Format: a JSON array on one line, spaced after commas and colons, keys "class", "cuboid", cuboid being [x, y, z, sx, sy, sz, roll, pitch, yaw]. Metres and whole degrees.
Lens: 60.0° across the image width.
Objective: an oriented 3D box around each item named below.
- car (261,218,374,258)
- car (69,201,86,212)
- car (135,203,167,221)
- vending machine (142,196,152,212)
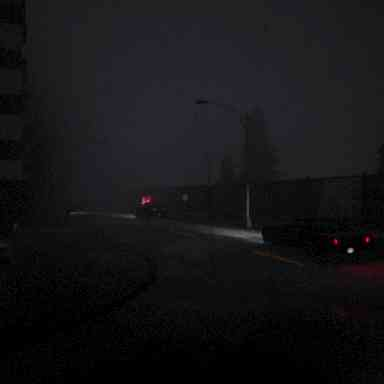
[{"class": "car", "cuboid": [4.615, 1.676, 13.226, 1.895, 1.301, 4.718, 0, 0, -17]}, {"class": "car", "cuboid": [-16.152, 2.023, 46.586, 2.033, 1.411, 5.357, 0, -1, -25]}, {"class": "car", "cuboid": [-3.813, 1.758, 30.565, 2.128, 1.511, 4.902, 0, -1, -26]}, {"class": "vending machine", "cuboid": [-6.095, 1.590, 45.015, 1.100, 2.100, 0.880, 0, 0, -26]}]
